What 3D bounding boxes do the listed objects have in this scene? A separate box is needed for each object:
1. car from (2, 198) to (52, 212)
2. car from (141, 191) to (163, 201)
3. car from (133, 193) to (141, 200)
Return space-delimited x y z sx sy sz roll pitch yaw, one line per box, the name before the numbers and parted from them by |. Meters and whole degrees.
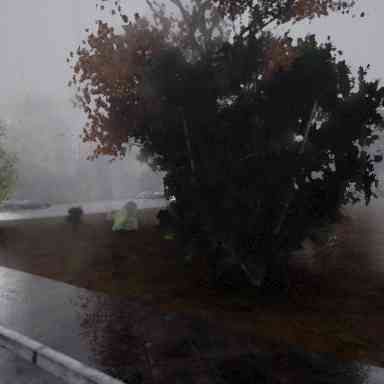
car | -18.862 1.549 38.307 1.895 1.301 4.718 0 1 39
car | -5.424 0.606 54.976 1.882 1.535 5.008 0 3 39
car | -8.006 0.633 57.353 1.837 1.490 4.892 0 2 39
